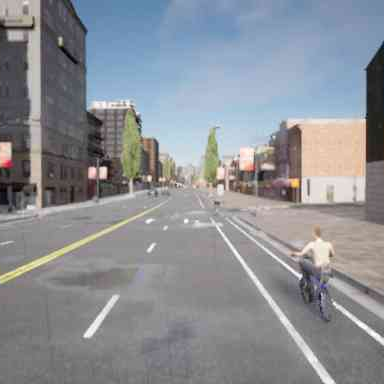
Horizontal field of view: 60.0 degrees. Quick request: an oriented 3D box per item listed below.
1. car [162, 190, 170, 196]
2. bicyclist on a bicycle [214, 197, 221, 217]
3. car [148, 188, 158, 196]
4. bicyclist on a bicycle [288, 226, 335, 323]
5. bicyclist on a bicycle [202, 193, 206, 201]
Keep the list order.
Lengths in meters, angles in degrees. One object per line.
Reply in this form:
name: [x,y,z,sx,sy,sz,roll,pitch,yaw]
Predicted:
car: [-6.569,0.234,84.311,1.994,1.385,4.181,0,1,0]
bicyclist on a bicycle: [2.237,1.320,29.664,0.659,1.776,1.843,0,0,0]
car: [-9.819,-0.092,84.270,2.150,2.045,5.566,0,1,0]
bicyclist on a bicycle: [2.300,1.437,6.217,0.866,1.612,1.509,0,0,-1]
bicyclist on a bicycle: [2.292,0.973,64.046,0.866,1.612,1.509,0,1,-1]
